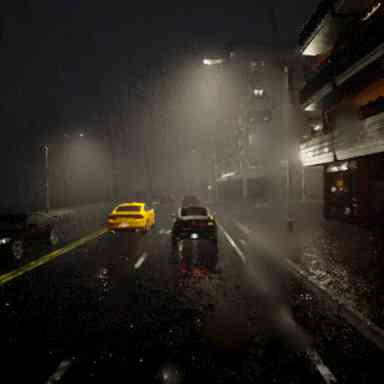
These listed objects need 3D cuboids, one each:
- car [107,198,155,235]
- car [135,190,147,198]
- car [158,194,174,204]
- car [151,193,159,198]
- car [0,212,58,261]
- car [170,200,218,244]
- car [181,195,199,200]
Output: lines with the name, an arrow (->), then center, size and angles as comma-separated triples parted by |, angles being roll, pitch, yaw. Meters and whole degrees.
car -> -3.149, 1.336, 17.905 | 1.882, 1.535, 5.008 | -1, 1, 0
car -> -11.215, 0.655, 73.755 | 2.150, 2.045, 5.566 | -1, 1, -2
car -> -3.790, 0.992, 51.764 | 1.882, 1.535, 5.008 | -1, 1, -2
car -> -7.959, 0.963, 73.811 | 1.895, 1.301, 4.718 | -1, 1, -2
car -> -6.585, 1.509, 12.420 | 1.812, 1.442, 4.674 | -1, 0, 0
car -> 0.090, 1.338, 14.806 | 1.837, 1.490, 4.892 | -1, 1, 0
car -> -0.166, 1.055, 37.504 | 1.882, 1.535, 5.008 | -1, 0, -1
